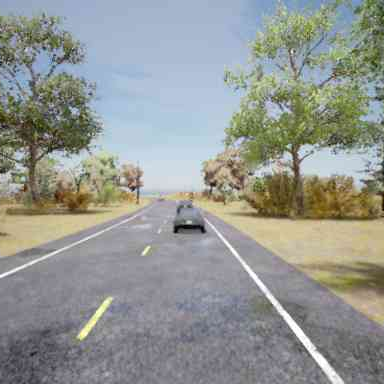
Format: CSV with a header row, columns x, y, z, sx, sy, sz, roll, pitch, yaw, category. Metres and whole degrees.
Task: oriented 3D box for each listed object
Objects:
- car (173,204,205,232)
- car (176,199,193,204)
x,y,z,sx,sy,sz,roll,pitch,yaw,category
-0.194,1.743,21.554,1.994,1.385,4.181,0,0,-1,car
-0.875,1.686,41.057,2.097,1.767,4.553,0,-1,-3,car
